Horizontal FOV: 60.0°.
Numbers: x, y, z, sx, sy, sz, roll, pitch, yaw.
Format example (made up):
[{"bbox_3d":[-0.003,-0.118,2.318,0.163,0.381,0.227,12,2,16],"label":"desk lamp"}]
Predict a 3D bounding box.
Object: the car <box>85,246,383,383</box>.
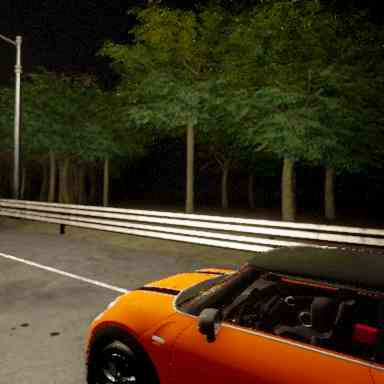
[{"bbox_3d":[1.059,1.331,3.141,4.553,1.767,2.097,2,1,36],"label":"car"}]
